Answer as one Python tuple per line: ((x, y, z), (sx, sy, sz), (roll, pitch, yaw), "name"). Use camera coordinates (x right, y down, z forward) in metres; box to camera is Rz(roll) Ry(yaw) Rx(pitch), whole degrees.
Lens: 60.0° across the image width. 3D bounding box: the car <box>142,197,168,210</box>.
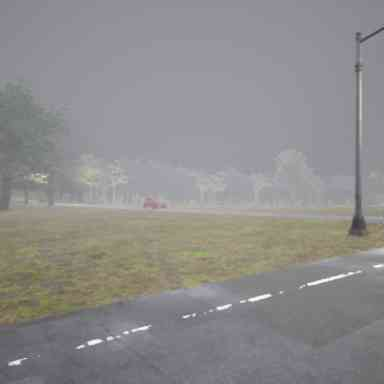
((-6.169, 1.929, 55.143), (2.150, 2.045, 5.566), (3, -3, -36), "car")
